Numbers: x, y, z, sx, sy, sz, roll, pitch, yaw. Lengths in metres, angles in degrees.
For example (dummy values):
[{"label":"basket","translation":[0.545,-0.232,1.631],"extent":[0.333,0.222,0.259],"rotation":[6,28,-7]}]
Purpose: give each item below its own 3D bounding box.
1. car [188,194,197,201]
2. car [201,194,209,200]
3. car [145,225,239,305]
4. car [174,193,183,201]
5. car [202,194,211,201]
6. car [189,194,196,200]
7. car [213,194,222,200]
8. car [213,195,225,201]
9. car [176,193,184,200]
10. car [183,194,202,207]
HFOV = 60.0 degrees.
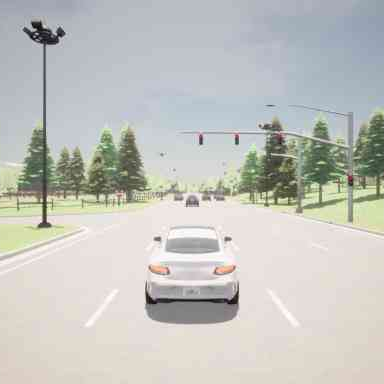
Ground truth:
[{"label":"car","translation":[0.088,1.348,82.890],"extent":[2.097,1.767,4.553],"rotation":[0,0,0]},{"label":"car","translation":[3.599,1.372,92.919],"extent":[2.033,1.411,5.357],"rotation":[0,0,0]},{"label":"car","translation":[0.015,1.526,7.987],"extent":[1.812,1.442,4.674],"rotation":[0,0,0]},{"label":"car","translation":[-3.412,1.544,82.890],"extent":[1.994,1.385,4.181],"rotation":[0,0,0]},{"label":"car","translation":[3.588,1.348,82.886],"extent":[2.097,1.767,4.553],"rotation":[0,0,0]},{"label":"car","translation":[0.099,1.332,92.923],"extent":[1.837,1.490,4.892],"rotation":[0,0,0]},{"label":"car","translation":[7.099,1.385,92.916],"extent":[1.994,1.385,4.181],"rotation":[0,0,0]},{"label":"car","translation":[7.088,1.517,82.496],"extent":[2.128,1.511,4.902],"rotation":[0,0,0]},{"label":"car","translation":[-3.401,1.188,92.897],"extent":[2.097,1.767,4.553],"rotation":[0,0,0]},{"label":"car","translation":[0.055,1.352,51.860],"extent":[2.097,1.767,4.553],"rotation":[0,0,0]}]
